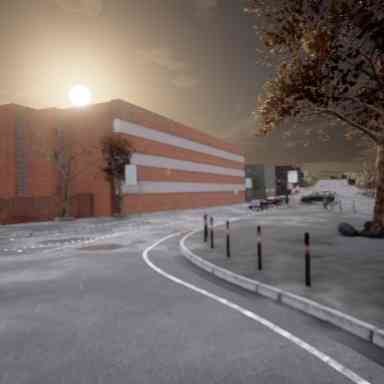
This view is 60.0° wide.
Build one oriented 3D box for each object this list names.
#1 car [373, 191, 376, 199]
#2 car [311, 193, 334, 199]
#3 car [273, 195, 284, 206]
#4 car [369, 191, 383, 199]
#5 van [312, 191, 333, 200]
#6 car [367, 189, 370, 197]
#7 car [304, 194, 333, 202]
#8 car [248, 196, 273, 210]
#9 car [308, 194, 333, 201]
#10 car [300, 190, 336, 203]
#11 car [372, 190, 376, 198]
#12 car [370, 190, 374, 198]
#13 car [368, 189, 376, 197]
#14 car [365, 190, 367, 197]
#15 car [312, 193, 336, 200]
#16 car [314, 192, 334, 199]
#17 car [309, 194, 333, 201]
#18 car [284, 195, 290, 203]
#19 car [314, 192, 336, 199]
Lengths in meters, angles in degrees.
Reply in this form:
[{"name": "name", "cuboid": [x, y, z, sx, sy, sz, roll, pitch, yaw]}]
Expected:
[{"name": "car", "cuboid": [37.840, 0.854, 63.197, 4.892, 1.521, 2.231, -1, 0, 24]}, {"name": "car", "cuboid": [32.920, 0.991, 83.765, 5.366, 1.575, 1.946, -1, 0, 24]}, {"name": "car", "cuboid": [13.212, 1.445, 54.214, 1.882, 1.535, 5.008, -1, 0, 24]}, {"name": "car", "cuboid": [44.705, 0.600, 78.820, 4.553, 1.767, 2.185, -1, 0, 24]}, {"name": "van", "cuboid": [29.796, 0.825, 75.878, 4.442, 1.987, 1.878, -1, 0, 24]}, {"name": "car", "cuboid": [43.544, 0.747, 76.247, 5.008, 1.535, 2.097, -1, 0, 24]}, {"name": "car", "cuboid": [24.030, 1.156, 62.981, 5.008, 1.535, 2.097, -1, 0, 24]}, {"name": "car", "cuboid": [8.911, 1.580, 44.474, 2.033, 1.411, 5.357, -1, 0, 24]}, {"name": "car", "cuboid": [26.297, 1.156, 68.158, 4.674, 1.452, 2.002, -1, 0, 24]}, {"name": "car", "cuboid": [21.739, 0.940, 57.812, 5.566, 2.045, 2.435, -1, 0, 24]}, {"name": "car", "cuboid": [38.970, 0.832, 65.785, 5.008, 1.535, 2.097, -1, 0, 24]}, {"name": "car", "cuboid": [40.101, 0.811, 68.372, 5.008, 1.535, 2.097, -1, 0, 24]}, {"name": "car", "cuboid": [42.422, 0.768, 73.657, 5.008, 1.535, 2.097, -1, 0, 24]}, {"name": "car", "cuboid": [45.815, 0.705, 81.417, 5.008, 1.535, 2.097, -1, 0, 24]}, {"name": "car", "cuboid": [32.128, 1.004, 81.027, 5.366, 1.575, 1.946, -1, 0, 24]}, {"name": "car", "cuboid": [34.248, 0.843, 86.268, 4.553, 1.767, 2.185, -1, 0, 24]}, {"name": "car", "cuboid": [27.434, 1.135, 70.745, 4.674, 1.452, 2.002, -1, 0, 24]}, {"name": "car", "cuboid": [17.487, 1.394, 63.710, 1.837, 1.490, 4.892, -1, 0, 24]}, {"name": "car", "cuboid": [35.523, 0.941, 88.795, 5.366, 1.575, 1.946, -1, 0, 24]}]
